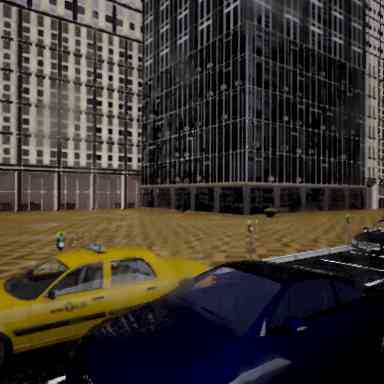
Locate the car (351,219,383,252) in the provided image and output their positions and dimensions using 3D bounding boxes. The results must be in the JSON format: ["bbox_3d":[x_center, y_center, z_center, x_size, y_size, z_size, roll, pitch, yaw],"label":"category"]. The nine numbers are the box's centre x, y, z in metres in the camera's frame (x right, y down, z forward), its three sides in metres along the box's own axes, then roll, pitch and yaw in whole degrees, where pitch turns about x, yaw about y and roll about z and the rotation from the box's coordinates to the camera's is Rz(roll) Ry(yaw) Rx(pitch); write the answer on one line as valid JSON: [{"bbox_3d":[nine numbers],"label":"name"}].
[{"bbox_3d":[7.377,1.610,11.813,4.403,1.369,2.008,0,0,-35],"label":"car"}]

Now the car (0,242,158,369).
[{"bbox_3d":[-1.774,1.532,5.294,4.829,1.417,1.752,0,0,-35],"label":"car"}]

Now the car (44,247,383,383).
[{"bbox_3d":[0.750,1.576,3.910,4.181,1.385,1.994,0,0,-35],"label":"car"}]
